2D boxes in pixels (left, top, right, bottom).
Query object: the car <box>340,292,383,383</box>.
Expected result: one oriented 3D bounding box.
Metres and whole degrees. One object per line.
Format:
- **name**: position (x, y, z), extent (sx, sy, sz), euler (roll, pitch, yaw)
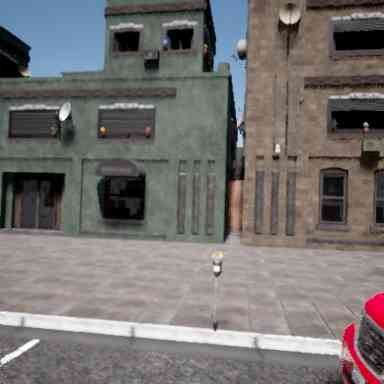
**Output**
- **car**: position (4.241, 1.401, 2.587), extent (5.566, 2.045, 2.150), euler (1, -1, 9)
